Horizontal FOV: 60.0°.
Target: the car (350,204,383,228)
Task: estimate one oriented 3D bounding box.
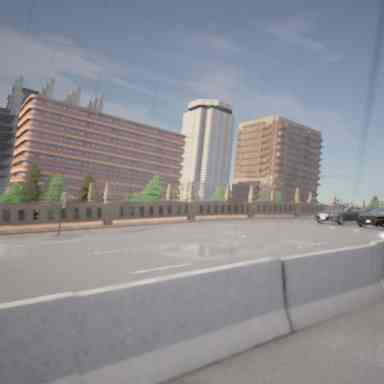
[{"bbox_3d":[12.672,1.592,21.469,5.008,1.535,1.882,3,-2,-35],"label":"car"}]

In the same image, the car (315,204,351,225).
[{"bbox_3d":[11.143,1.628,24.668,4.902,1.511,2.128,3,-2,-35],"label":"car"}]
